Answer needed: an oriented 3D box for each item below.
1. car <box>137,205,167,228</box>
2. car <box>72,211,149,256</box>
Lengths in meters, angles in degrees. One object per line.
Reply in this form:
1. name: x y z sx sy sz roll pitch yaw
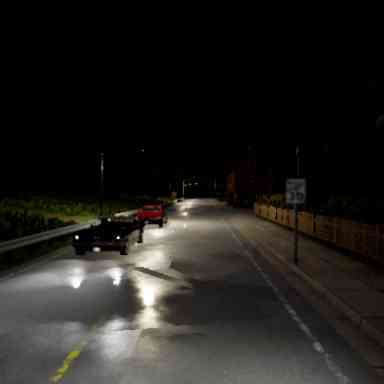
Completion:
1. car: -2.816 1.664 23.667 1.812 1.442 4.674 0 0 2
2. car: -3.207 1.681 13.677 1.895 1.301 4.718 0 0 2
